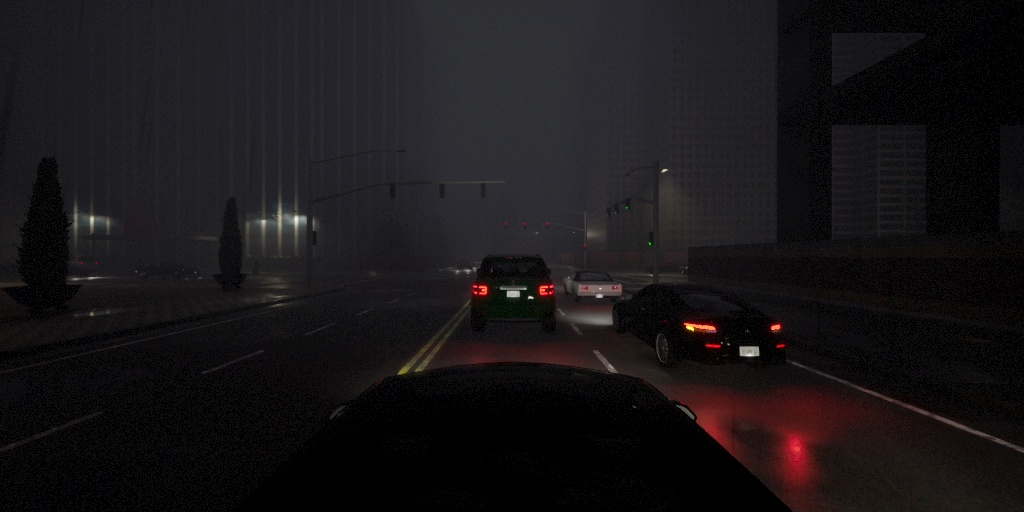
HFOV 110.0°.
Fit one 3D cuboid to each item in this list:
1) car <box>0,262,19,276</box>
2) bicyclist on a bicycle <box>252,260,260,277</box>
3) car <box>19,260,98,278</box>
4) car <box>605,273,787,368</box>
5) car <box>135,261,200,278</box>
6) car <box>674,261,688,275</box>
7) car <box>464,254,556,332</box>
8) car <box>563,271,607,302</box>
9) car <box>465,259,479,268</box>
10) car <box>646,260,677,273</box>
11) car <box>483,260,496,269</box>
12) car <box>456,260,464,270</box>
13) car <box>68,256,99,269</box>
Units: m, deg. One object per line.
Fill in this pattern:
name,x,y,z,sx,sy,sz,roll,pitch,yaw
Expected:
car,-50.681,1.314,36.518,4.181,1.385,1.994,0,0,3
bicyclist on a bicycle,-24.647,1.203,34.507,0.582,1.620,1.656,0,0,-13
car,-41.555,1.314,32.939,4.181,1.385,1.994,0,0,0
car,3.589,1.276,7.725,1.812,1.442,4.674,0,0,0
car,-31.588,1.241,32.987,4.902,1.511,2.128,0,0,0
car,19.875,1.351,37.123,4.718,1.301,1.895,0,0,1
car,0.057,0.971,10.968,2.150,2.045,5.566,0,0,1
car,3.593,1.351,16.887,1.895,1.301,4.718,0,0,0
car,-7.028,1.228,63.020,1.882,1.535,5.008,0,0,0
car,17.806,1.228,40.636,5.008,1.535,1.882,0,0,0
car,-3.552,1.351,57.465,1.895,1.301,4.718,0,0,0
car,-7.062,1.276,53.684,1.812,1.442,4.674,0,0,0
car,-49.787,0.971,40.068,5.566,2.045,2.150,0,0,0
